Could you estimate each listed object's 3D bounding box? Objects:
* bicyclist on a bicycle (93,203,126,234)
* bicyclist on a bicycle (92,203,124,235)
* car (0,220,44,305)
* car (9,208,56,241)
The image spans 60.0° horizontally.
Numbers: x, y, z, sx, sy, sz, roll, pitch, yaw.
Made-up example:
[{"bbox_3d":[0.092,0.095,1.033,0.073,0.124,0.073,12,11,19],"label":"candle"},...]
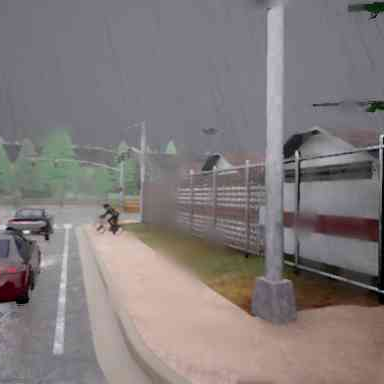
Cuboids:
[{"bbox_3d":[-4.552,1.449,18.426,1.656,1.620,0.582,1,0,-26],"label":"bicyclist on a bicycle"},{"bbox_3d":[-4.321,1.438,17.123,1.656,1.620,0.582,0,-1,-2],"label":"bicyclist on a bicycle"},{"bbox_3d":[-4.740,1.606,7.836,1.994,1.385,4.181,1,-1,-22],"label":"car"},{"bbox_3d":[-8.194,1.594,17.122,2.128,1.511,4.902,1,-1,-20],"label":"car"}]
